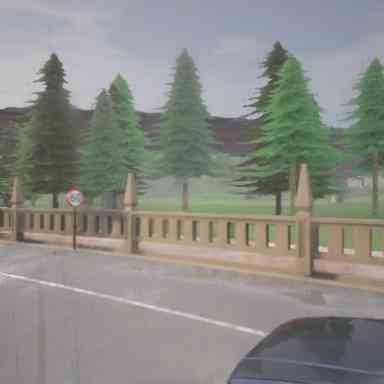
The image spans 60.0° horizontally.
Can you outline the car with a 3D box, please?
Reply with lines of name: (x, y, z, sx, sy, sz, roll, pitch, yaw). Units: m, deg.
car: (2.805, 1.526, 1.894, 5.357, 1.411, 2.033, 0, 0, 36)
